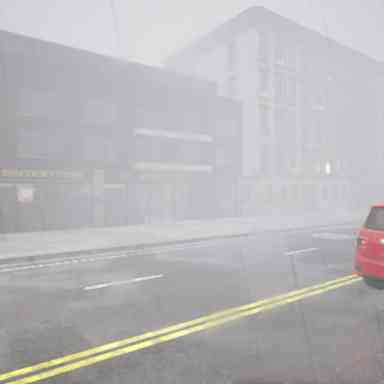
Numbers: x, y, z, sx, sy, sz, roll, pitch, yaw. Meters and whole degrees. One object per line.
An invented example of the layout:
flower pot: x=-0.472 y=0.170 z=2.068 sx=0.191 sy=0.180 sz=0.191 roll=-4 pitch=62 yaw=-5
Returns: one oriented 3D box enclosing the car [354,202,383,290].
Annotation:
car: x=6.056 y=1.203 z=7.845 sx=5.566 sy=2.045 sz=2.150 roll=0 pitch=0 yaw=-36
